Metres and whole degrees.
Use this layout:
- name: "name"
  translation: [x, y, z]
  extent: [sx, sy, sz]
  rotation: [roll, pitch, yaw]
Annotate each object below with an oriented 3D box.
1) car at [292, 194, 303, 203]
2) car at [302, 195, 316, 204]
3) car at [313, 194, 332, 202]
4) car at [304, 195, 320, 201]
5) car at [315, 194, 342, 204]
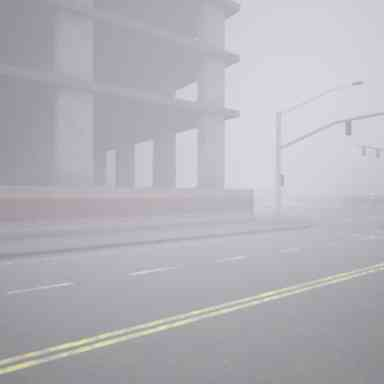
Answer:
- name: "car"
  translation: [22.196, 1.292, 66.514]
  extent: [4.605, 1.855, 1.932]
  rotation: [0, 0, -35]
- name: "car"
  translation: [23.788, 1.502, 64.353]
  extent: [3.905, 1.438, 1.784]
  rotation: [0, 0, -35]
- name: "car"
  translation: [31.282, 1.328, 79.747]
  extent: [4.605, 1.855, 1.932]
  rotation: [0, 0, -35]
- name: "car"
  translation: [29.660, 1.539, 82.148]
  extent: [3.905, 1.438, 1.784]
  rotation: [0, 0, -35]
- name: "car"
  translation: [25.460, 1.534, 61.989]
  extent: [3.806, 1.475, 1.970]
  rotation: [0, 0, -35]
